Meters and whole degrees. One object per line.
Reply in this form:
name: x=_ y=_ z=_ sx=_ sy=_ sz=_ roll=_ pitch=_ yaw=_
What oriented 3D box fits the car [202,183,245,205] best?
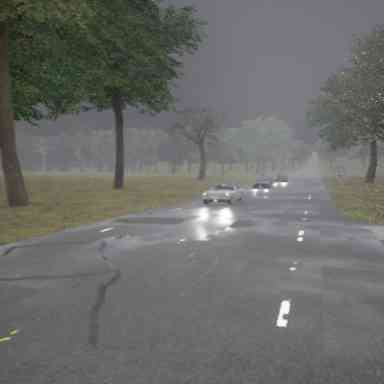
car: x=2.220 y=0.076 z=22.507 sx=1.895 sy=1.301 sz=4.718 roll=0 pitch=4 yaw=21

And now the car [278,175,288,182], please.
car: x=15.545 y=-2.373 z=57.621 sx=1.895 sy=1.301 sz=4.718 roll=0 pitch=4 yaw=21

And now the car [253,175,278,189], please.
car: x=8.466 y=-1.143 z=39.091 sx=2.033 sy=1.411 sz=5.357 roll=0 pitch=4 yaw=20
